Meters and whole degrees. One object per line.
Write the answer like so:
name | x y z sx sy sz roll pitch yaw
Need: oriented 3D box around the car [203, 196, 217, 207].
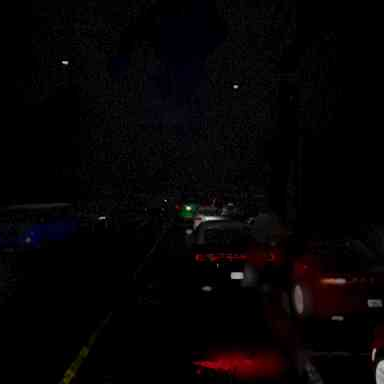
car | 2.659 1.403 50.731 1.967 1.590 4.097 0 0 0

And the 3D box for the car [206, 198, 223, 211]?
car | 2.681 1.493 40.026 1.752 1.417 4.829 0 0 0

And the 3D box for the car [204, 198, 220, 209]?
car | 2.670 1.510 45.294 1.887 1.381 4.507 0 0 0

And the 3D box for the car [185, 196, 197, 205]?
car | -0.123 1.450 60.702 2.128 1.511 4.902 0 0 0

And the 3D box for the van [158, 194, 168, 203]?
van | -5.900 1.298 67.026 1.690 1.788 3.998 0 0 0

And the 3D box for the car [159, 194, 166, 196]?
car | -5.877 1.486 55.981 1.752 1.417 4.829 0 0 0

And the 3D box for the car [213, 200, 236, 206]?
car | 2.714 1.504 23.713 1.752 1.417 4.829 0 0 0

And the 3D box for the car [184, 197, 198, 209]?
car | -0.083 1.442 46.885 1.882 1.535 5.008 0 0 0

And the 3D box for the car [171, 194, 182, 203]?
car | -3.137 1.308 67.447 2.097 1.767 4.553 0 0 0

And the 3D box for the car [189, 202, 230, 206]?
car | 0.863 1.509 18.931 1.812 1.442 4.674 0 0 0

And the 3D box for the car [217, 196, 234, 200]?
car | 2.703 1.290 28.980 2.192 1.841 5.009 0 0 0

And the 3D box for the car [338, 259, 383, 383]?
car | 2.759 1.543 1.793 1.887 1.381 4.507 0 0 0

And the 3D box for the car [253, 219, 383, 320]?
car | 2.748 1.538 7.231 1.887 1.381 4.507 0 0 0

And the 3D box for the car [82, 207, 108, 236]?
car | -5.799 1.534 18.088 2.008 1.369 4.403 0 0 0

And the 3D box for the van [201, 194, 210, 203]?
van | 2.625 1.298 67.043 1.690 1.788 3.998 0 0 0

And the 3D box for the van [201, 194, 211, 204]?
van | 2.636 1.300 61.606 1.690 1.788 3.998 0 0 0

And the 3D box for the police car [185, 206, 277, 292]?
police car | 0.872 1.418 9.040 1.930 1.638 5.238 0 0 0

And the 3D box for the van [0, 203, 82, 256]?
van | -5.788 1.329 12.651 1.690 1.788 3.998 0 0 0

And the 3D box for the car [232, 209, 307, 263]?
car | 2.737 1.513 12.838 1.752 1.417 4.829 0 0 0

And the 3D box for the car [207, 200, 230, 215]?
car | 2.692 1.522 34.418 2.008 1.369 4.403 0 0 0

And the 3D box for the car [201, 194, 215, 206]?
car | 2.647 1.275 56.168 2.192 1.841 5.009 0 0 0

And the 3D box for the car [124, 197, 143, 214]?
car | -5.833 1.537 34.401 1.947 1.339 4.313 0 0 0

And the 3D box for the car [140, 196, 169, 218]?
car | -3.161 1.451 30.069 1.882 1.535 5.008 0 0 0

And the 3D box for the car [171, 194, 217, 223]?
car | 0.288 1.199 25.180 2.150 2.045 5.566 0 0 11
